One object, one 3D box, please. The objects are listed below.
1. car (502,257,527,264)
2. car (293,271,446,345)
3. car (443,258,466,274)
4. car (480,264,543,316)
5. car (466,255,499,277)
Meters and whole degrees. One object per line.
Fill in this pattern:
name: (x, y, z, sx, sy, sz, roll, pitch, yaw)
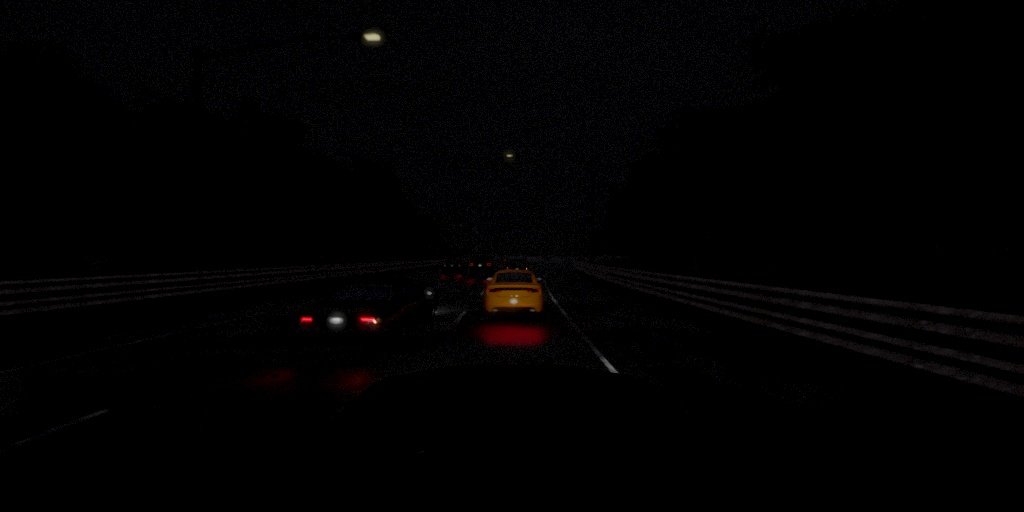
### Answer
car: (0.480, 1.071, 31.252, 2.097, 1.767, 4.553, 0, 0, 2)
car: (-3.360, 1.294, 9.423, 2.033, 1.411, 5.357, 0, 0, 1)
car: (-6.163, 1.041, 39.584, 2.097, 1.767, 4.553, 0, 0, 2)
car: (0.091, 1.225, 13.370, 1.882, 1.535, 5.008, 0, 0, 1)
car: (-2.800, 0.929, 35.078, 2.150, 2.045, 5.566, 0, 0, 2)
